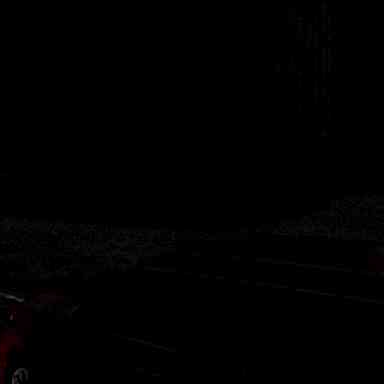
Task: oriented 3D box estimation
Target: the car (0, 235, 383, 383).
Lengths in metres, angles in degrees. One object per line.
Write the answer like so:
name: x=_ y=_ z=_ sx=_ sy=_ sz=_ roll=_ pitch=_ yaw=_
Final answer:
car: x=0.371 y=1.325 z=2.808 sx=5.009 sy=1.841 sz=2.192 roll=-1 pitch=0 yaw=36
